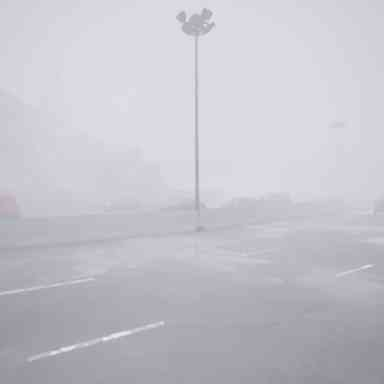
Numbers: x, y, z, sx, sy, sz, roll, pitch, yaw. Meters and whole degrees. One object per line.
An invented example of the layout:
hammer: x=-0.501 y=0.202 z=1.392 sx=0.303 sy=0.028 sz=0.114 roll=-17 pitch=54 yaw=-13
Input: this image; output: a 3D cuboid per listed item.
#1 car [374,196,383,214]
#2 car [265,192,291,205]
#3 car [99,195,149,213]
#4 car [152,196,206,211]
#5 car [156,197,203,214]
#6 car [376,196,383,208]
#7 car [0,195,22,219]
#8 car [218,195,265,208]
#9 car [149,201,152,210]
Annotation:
car: x=18.128 y=1.295 z=30.951 sx=2.033 sy=1.411 sz=5.357 roll=0 pitch=0 yaw=33
car: x=9.055 y=1.004 z=36.428 sx=2.150 sy=2.045 sz=5.566 roll=0 pitch=0 yaw=37
car: x=-7.180 y=1.249 z=34.012 sx=4.553 sy=1.767 sz=2.097 roll=0 pitch=0 yaw=-44
car: x=-0.844 y=1.350 z=30.373 sx=1.882 sy=1.535 sz=5.008 roll=0 pitch=1 yaw=44
car: x=-1.237 y=1.333 z=34.735 sx=1.882 sy=1.535 sz=5.008 roll=0 pitch=0 yaw=43
car: x=24.566 y=1.204 z=41.906 sx=2.033 sy=1.411 sz=5.357 roll=0 pitch=0 yaw=26
car: x=-13.472 y=1.221 z=20.216 sx=5.566 sy=2.045 sz=2.150 roll=0 pitch=0 yaw=-36
car: x=4.372 y=1.188 z=30.473 sx=2.097 sy=1.767 sz=4.553 roll=0 pitch=0 yaw=43
car: x=-2.967 y=1.182 z=37.954 sx=1.812 sy=1.442 sz=4.674 roll=0 pitch=0 yaw=41
